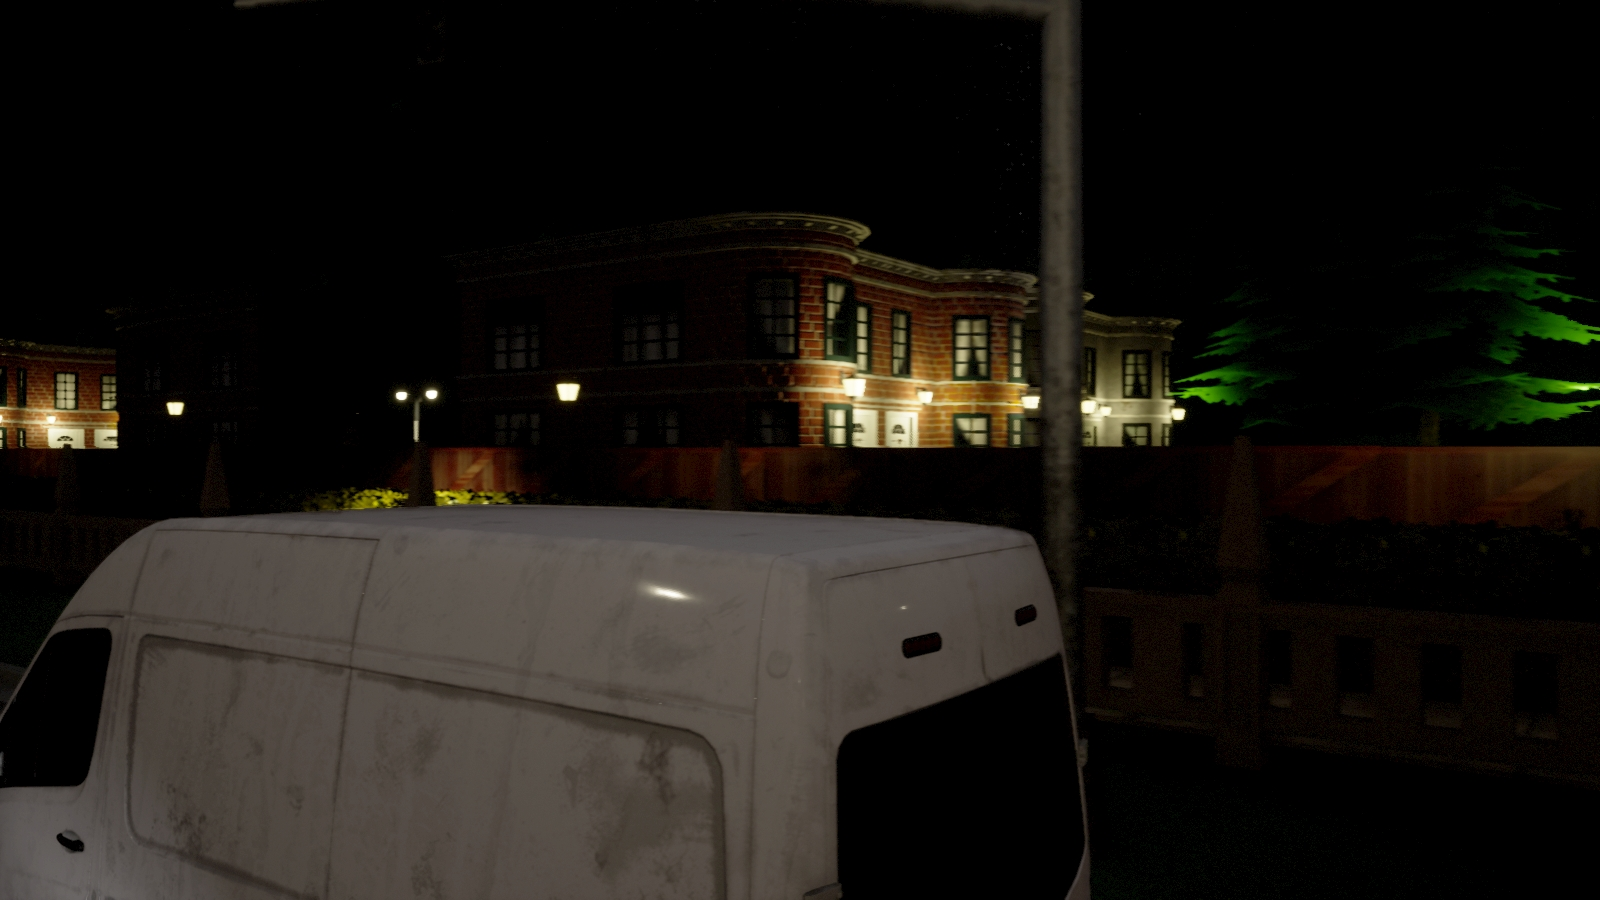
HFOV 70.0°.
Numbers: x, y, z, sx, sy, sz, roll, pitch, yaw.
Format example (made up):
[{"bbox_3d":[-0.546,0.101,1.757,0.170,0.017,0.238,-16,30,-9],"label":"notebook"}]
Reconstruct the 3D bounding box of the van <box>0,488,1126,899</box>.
[{"bbox_3d":[-1.807,1.535,5.043,5.915,2.561,1.988,0,0,35],"label":"van"}]
